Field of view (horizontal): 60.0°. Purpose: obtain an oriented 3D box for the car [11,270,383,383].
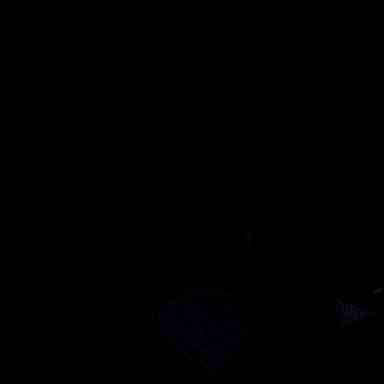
[{"bbox_3d":[0.460,1.573,3.267,4.181,1.385,1.994,0,0,-35],"label":"car"}]
